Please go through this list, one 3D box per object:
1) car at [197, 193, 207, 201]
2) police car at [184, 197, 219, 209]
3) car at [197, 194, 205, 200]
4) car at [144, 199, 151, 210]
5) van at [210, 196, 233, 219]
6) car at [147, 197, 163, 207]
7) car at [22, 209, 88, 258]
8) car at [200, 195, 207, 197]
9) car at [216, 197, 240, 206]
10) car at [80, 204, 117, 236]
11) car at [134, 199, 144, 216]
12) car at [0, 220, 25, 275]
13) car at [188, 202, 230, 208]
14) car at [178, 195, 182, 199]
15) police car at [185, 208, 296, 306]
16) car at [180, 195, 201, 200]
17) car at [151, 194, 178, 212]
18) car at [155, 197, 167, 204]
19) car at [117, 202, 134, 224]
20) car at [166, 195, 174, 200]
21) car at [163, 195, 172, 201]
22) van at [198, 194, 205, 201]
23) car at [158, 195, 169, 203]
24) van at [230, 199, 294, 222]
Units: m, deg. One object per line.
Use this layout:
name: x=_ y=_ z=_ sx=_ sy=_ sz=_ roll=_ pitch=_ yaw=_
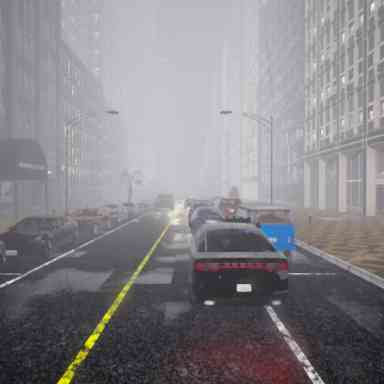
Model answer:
car: x=2.433 y=1.287 z=80.979 sx=2.192 sy=1.841 sz=5.009 roll=-1 pitch=0 yaw=0
police car: x=0.693 y=1.417 z=24.250 sx=1.930 sy=1.638 sz=5.238 roll=0 pitch=0 yaw=1
car: x=2.400 y=1.407 z=92.346 sx=1.967 sy=1.590 sz=4.097 roll=-1 pitch=0 yaw=0
car: x=-5.823 y=1.538 z=41.168 sx=2.008 sy=1.369 sz=4.403 roll=-1 pitch=0 yaw=0
van: x=2.590 y=1.332 z=29.826 sx=1.690 sy=1.788 sz=3.998 roll=-1 pitch=0 yaw=0
car: x=-5.858 y=1.534 z=52.535 sx=2.008 sy=1.369 sz=4.403 roll=-1 pitch=0 yaw=0
car: x=-5.736 y=1.562 z=12.750 sx=1.947 sy=1.339 sz=4.313 roll=-1 pitch=0 yaw=0
car: x=2.523 y=1.534 z=52.560 sx=2.008 sy=1.369 sz=4.403 roll=-1 pitch=0 yaw=0
car: x=2.607 y=1.308 z=24.143 sx=2.192 sy=1.841 sz=5.009 roll=-1 pitch=0 yaw=0
car: x=-5.754 y=1.539 z=18.433 sx=1.887 sy=1.381 sz=4.507 roll=-1 pitch=0 yaw=0
car: x=-5.788 y=1.573 z=29.801 sx=1.802 sy=1.307 sz=4.206 roll=-1 pitch=0 yaw=0
car: x=-5.719 y=1.549 z=7.066 sx=2.008 sy=1.369 sz=4.403 roll=-1 pitch=0 yaw=0
car: x=0.845 y=1.520 z=18.116 sx=1.812 sy=1.442 sz=4.674 roll=0 pitch=0 yaw=0
car: x=-3.278 y=1.569 z=90.801 sx=1.895 sy=1.301 sz=4.718 roll=0 pitch=0 yaw=0
police car: x=0.875 y=1.423 z=8.226 sx=1.930 sy=1.638 sz=5.238 roll=0 pitch=0 yaw=0
car: x=-0.126 y=1.533 z=45.240 sx=2.033 sy=1.411 sz=5.357 roll=0 pitch=0 yaw=0
car: x=-3.204 y=1.208 z=39.551 sx=2.150 sy=2.045 sz=5.566 roll=0 pitch=0 yaw=0
car: x=-5.893 y=1.561 z=63.902 sx=1.802 sy=1.307 sz=4.206 roll=-1 pitch=0 yaw=0
car: x=-5.772 y=1.543 z=24.117 sx=2.008 sy=1.369 sz=4.403 roll=-1 pitch=0 yaw=0
car: x=-5.980 y=1.533 z=92.321 sx=1.947 sy=1.339 sz=4.313 roll=-1 pitch=0 yaw=0
car: x=-5.944 y=1.498 z=80.783 sx=1.752 sy=1.417 sz=4.829 roll=-1 pitch=0 yaw=0
van: x=2.416 y=1.311 z=86.663 sx=1.690 sy=1.788 sz=3.998 roll=-1 pitch=0 yaw=0
car: x=-5.911 y=1.417 z=69.586 sx=1.967 sy=1.590 sz=4.097 roll=-1 pitch=0 yaw=0
van: x=2.642 y=1.337 z=12.775 sx=1.690 sy=1.788 sz=3.998 roll=-1 pitch=0 yaw=0
